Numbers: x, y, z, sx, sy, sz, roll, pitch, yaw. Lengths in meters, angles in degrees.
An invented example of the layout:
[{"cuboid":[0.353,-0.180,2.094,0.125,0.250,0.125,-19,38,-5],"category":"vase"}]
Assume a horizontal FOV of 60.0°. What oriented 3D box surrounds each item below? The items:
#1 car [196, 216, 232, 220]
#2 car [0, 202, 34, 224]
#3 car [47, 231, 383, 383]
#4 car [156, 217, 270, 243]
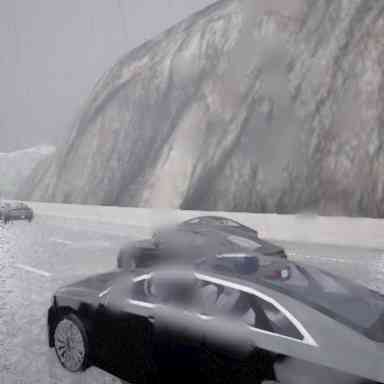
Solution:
[{"cuboid":[0.456,1.590,12.582,4.181,1.385,1.994,0,0,38],"category":"car"},{"cuboid":[-13.603,1.530,25.021,4.902,1.511,2.128,0,0,44],"category":"car"},{"cuboid":[0.195,1.500,3.976,4.902,1.511,2.128,0,0,36],"category":"car"},{"cuboid":[0.127,1.543,8.395,4.674,1.442,1.812,0,0,37],"category":"car"}]
